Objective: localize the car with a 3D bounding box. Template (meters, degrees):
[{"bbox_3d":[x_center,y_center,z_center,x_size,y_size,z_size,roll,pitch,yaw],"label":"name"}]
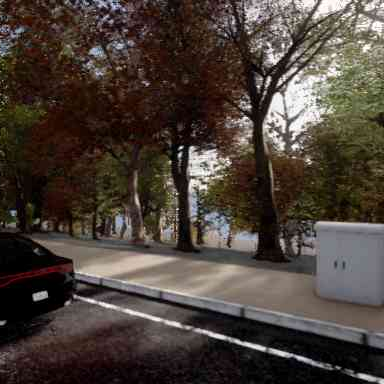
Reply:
[{"bbox_3d":[-4.492,1.579,6.880,5.008,1.535,1.882,-1,-1,36],"label":"car"}]
